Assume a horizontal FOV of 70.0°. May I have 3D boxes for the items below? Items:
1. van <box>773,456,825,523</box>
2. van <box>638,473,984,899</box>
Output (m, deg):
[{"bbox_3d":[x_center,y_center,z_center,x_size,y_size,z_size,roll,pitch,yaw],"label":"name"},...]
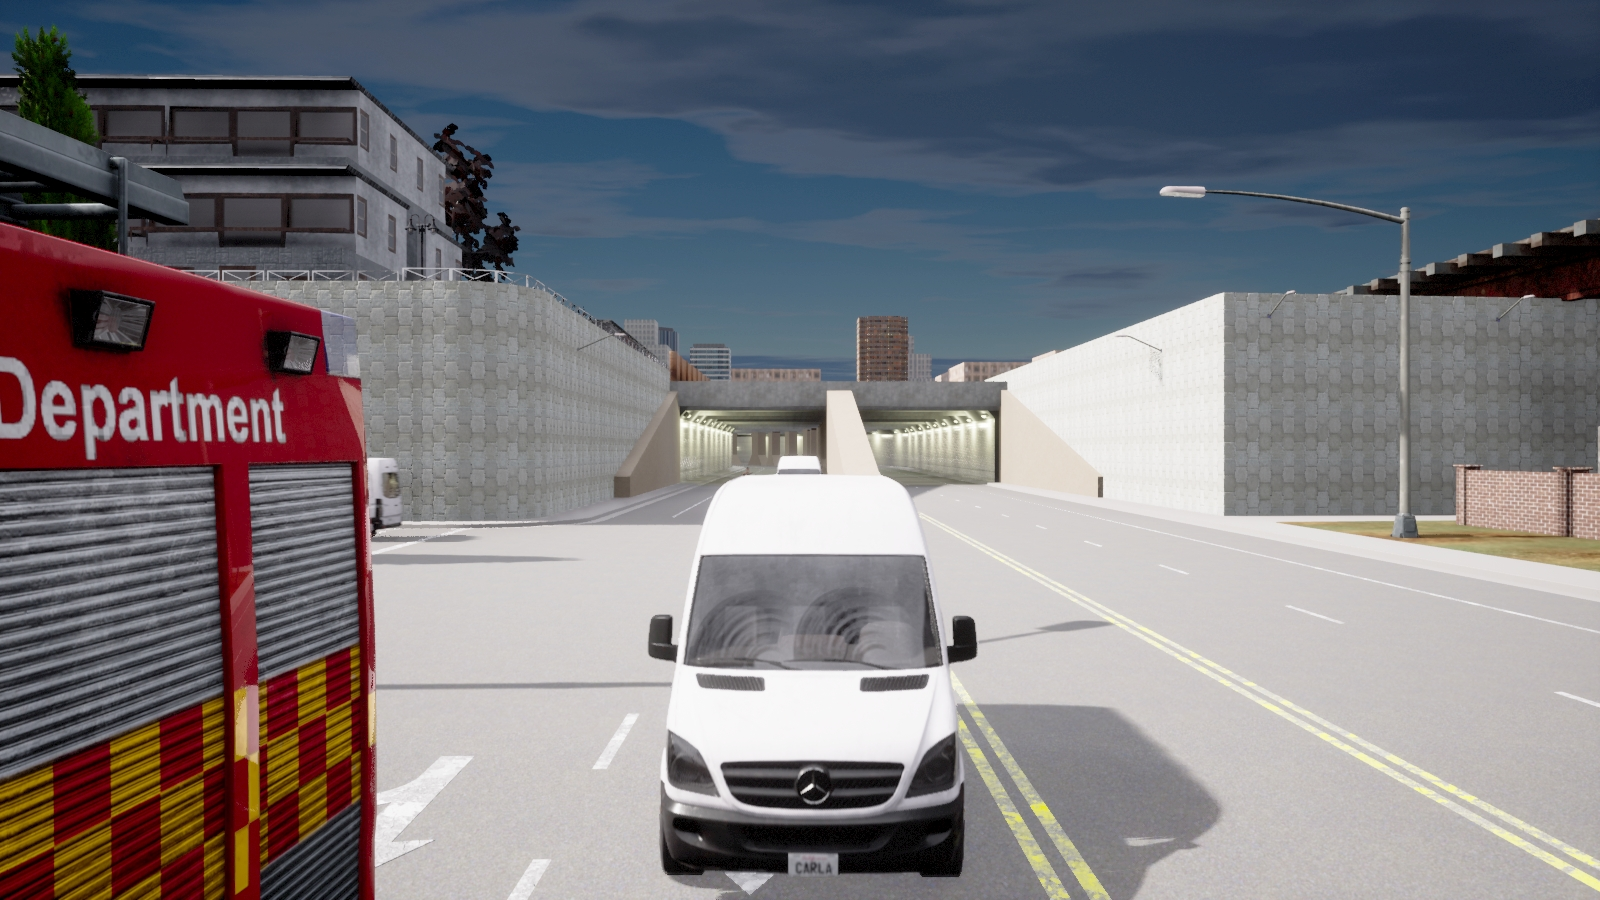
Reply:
[{"bbox_3d":[-0.040,1.535,46.713,1.988,2.561,5.915,0,0,0],"label":"van"},{"bbox_3d":[0.092,1.533,9.541,1.988,2.561,5.915,0,0,1],"label":"van"}]
